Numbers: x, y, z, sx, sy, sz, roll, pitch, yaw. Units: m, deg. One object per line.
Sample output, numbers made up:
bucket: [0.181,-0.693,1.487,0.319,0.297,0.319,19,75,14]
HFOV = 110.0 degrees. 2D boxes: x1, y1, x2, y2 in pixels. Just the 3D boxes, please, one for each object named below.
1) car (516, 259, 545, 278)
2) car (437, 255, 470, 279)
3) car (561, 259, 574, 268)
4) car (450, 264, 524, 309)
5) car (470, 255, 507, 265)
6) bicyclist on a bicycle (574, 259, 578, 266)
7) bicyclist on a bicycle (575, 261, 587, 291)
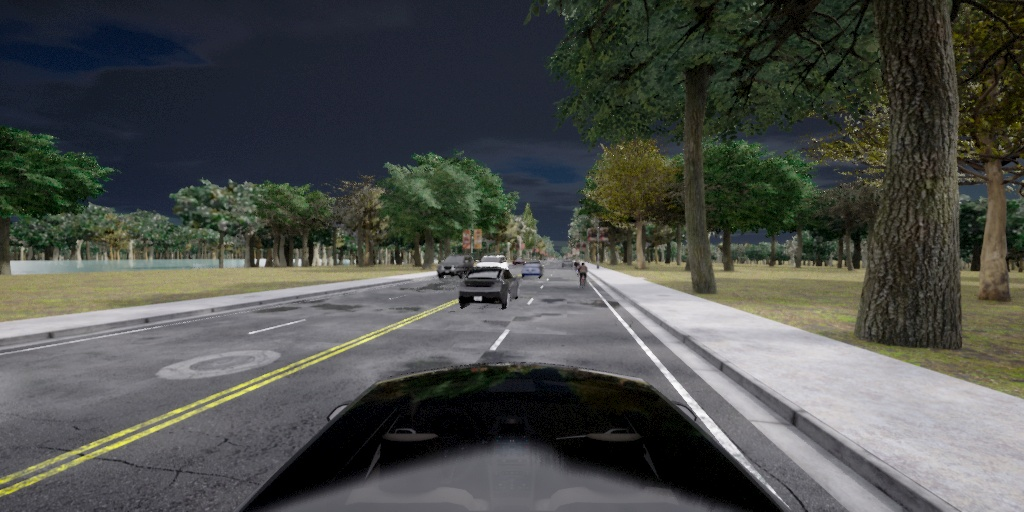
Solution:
car: [1.995,1.295,33.650,2.033,1.411,5.357,0,0,9]
car: [-4.959,0.967,32.467,2.150,2.045,5.566,0,0,9]
car: [9.757,1.257,63.038,2.128,1.511,4.902,0,0,9]
car: [-0.835,1.255,15.058,1.837,1.490,4.892,0,0,9]
car: [-1.746,0.968,31.977,2.150,2.045,5.566,0,0,9]
bicyclist on a bicycle: [5.942,1.119,32.719,0.659,1.776,1.843,0,0,9]
bicyclist on a bicycle: [4.148,1.204,20.930,0.582,1.620,1.656,0,0,9]
